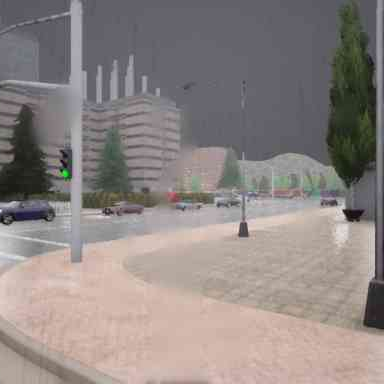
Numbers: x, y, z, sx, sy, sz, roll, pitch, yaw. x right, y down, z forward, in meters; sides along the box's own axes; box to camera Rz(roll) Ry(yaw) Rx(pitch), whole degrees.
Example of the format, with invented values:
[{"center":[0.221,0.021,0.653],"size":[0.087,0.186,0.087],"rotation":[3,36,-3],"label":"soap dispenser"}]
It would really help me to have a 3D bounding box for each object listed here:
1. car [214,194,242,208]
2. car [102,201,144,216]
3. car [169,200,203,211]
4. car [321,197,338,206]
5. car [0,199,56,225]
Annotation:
[{"center":[5.455,1.505,49.024],"size":[1.837,1.490,4.892],"rotation":[0,0,37],"label":"car"},{"center":[-6.662,1.564,32.439],"size":[1.994,1.385,4.181],"rotation":[0,0,36],"label":"car"},{"center":[-0.692,1.601,40.633],"size":[1.895,1.301,4.718],"rotation":[0,0,36],"label":"car"},{"center":[22.243,1.526,54.001],"size":[1.812,1.442,4.674],"rotation":[0,0,36],"label":"car"},{"center":[-12.505,1.352,24.388],"size":[2.097,1.767,4.553],"rotation":[0,0,36],"label":"car"}]
